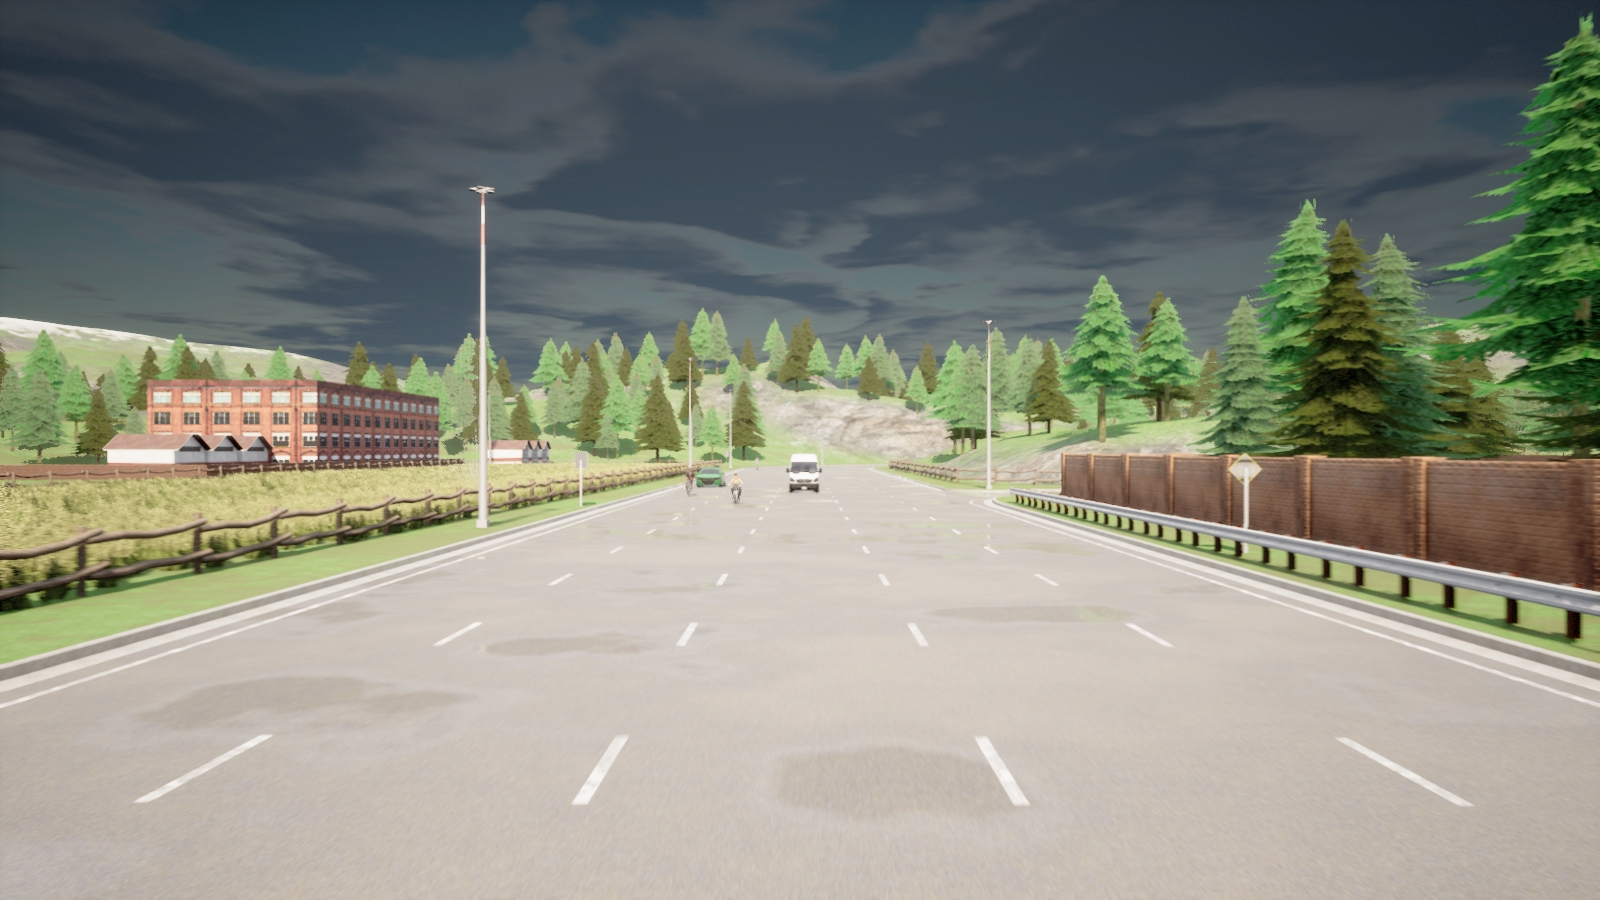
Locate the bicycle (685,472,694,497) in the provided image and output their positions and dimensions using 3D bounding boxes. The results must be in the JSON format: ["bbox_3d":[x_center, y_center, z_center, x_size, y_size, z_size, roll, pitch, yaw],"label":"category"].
[{"bbox_3d":[-6.598,2.061,68.280,0.329,1.471,1.835,0,0,2],"label":"bicycle"}]

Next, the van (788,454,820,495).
[{"bbox_3d":[0.277,1.536,75.097,1.988,2.561,5.915,0,0,0],"label":"van"}]

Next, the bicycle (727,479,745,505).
[{"bbox_3d":[-3.290,2.159,58.776,0.859,1.276,1.487,0,0,0],"label":"bicycle"}]
